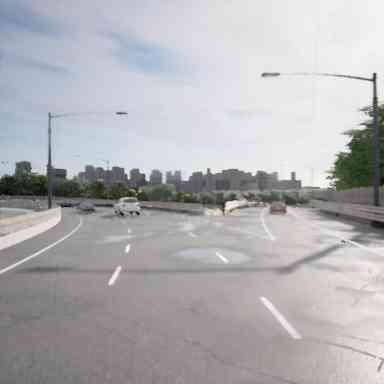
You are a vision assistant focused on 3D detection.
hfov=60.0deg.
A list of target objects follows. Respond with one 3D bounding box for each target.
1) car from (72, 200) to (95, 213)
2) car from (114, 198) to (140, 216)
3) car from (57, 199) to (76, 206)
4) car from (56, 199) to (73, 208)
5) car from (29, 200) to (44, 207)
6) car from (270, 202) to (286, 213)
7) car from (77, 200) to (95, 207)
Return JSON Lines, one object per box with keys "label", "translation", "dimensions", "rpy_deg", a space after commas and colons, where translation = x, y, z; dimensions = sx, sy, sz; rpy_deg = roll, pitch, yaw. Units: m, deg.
{"label": "car", "translation": [-15.089, 2.180, 47.073], "dimensions": [2.033, 1.411, 5.357], "rpy_deg": [0, -1, -28]}
{"label": "car", "translation": [-7.751, 1.704, 39.452], "dimensions": [2.150, 2.045, 5.566], "rpy_deg": [0, -1, -22]}
{"label": "car", "translation": [-29.235, 2.439, 77.474], "dimensions": [4.902, 1.511, 2.128], "rpy_deg": [-1, -1, 42]}
{"label": "car", "translation": [-27.018, 2.340, 70.106], "dimensions": [2.097, 1.767, 4.553], "rpy_deg": [0, -1, -42]}
{"label": "car", "translation": [-33.672, 2.570, 72.028], "dimensions": [4.892, 1.490, 1.837], "rpy_deg": [-1, -1, 45]}
{"label": "car", "translation": [10.644, 1.885, 41.267], "dimensions": [1.994, 1.385, 4.181], "rpy_deg": [-1, -1, 13]}
{"label": "car", "translation": [-22.320, 2.430, 70.012], "dimensions": [1.837, 1.490, 4.892], "rpy_deg": [0, -1, -42]}
